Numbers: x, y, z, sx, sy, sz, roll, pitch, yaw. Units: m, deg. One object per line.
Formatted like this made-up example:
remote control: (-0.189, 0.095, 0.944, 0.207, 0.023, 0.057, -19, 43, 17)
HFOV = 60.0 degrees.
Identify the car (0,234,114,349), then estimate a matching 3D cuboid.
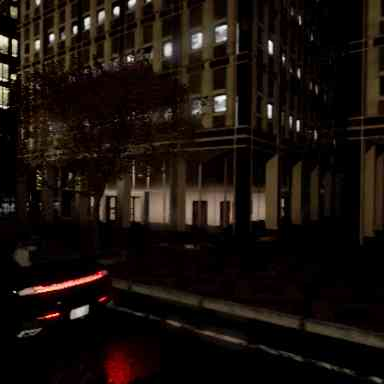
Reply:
car: (-3.603, 1.562, 6.254, 4.902, 1.511, 2.128, -1, 0, 36)
